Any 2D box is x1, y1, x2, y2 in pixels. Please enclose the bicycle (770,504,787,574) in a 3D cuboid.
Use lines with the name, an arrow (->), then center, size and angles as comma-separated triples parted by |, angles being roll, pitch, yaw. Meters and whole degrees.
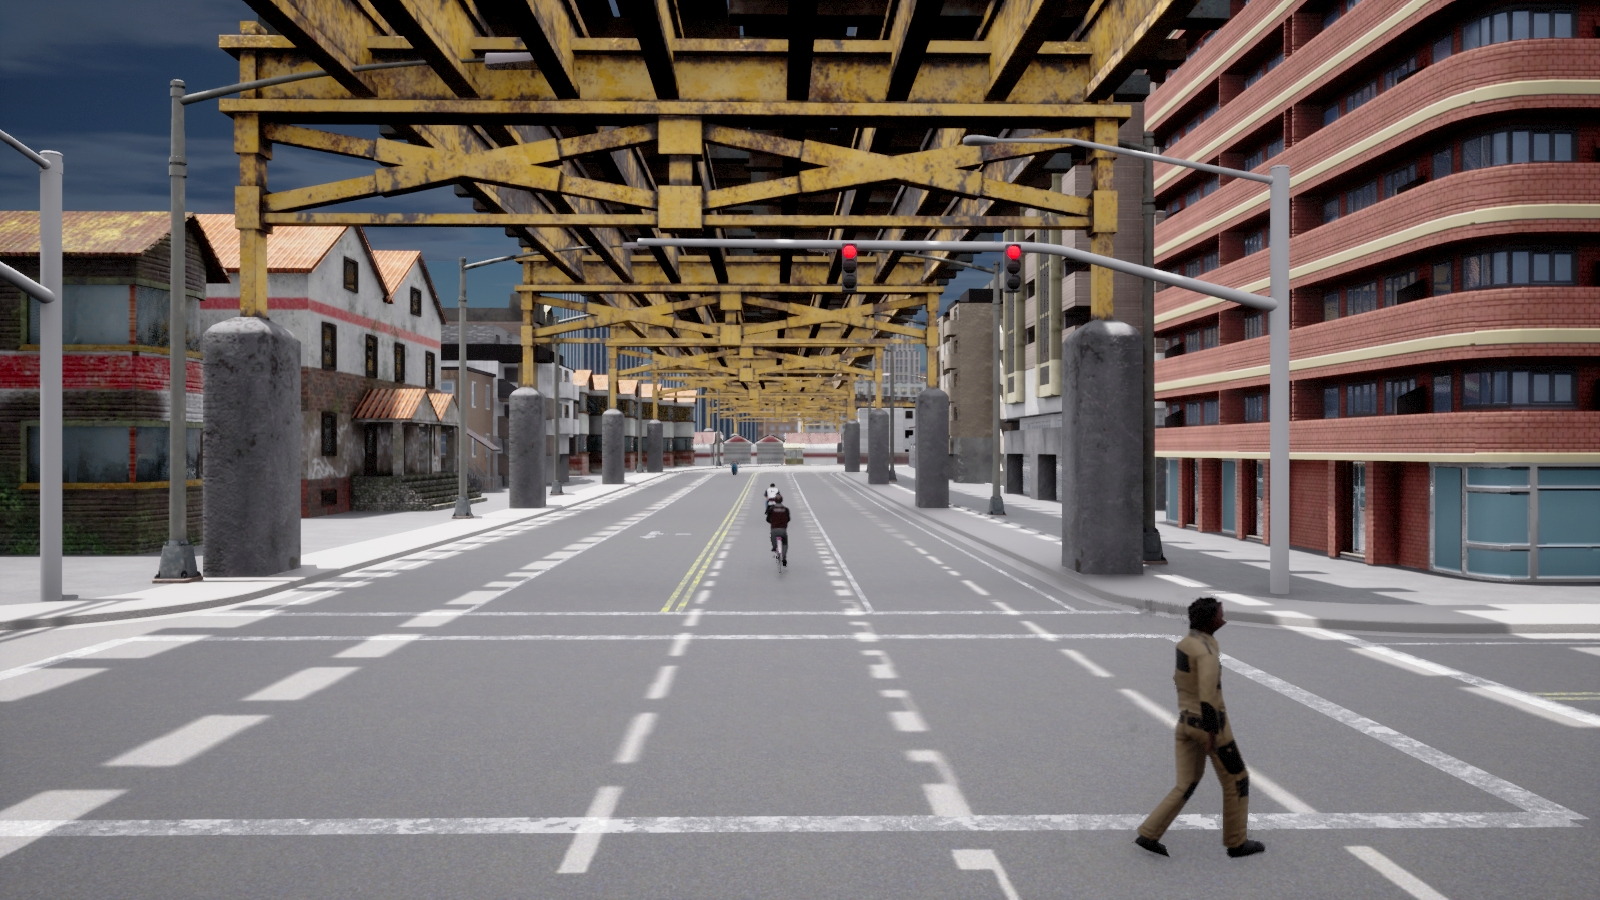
bicycle -> -0.512, 2.048, 26.608 | 0.329, 1.496, 1.835 | 0, 0, -3

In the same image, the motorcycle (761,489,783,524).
motorcycle -> -1.069, 2.167, 43.960 | 0.803, 1.224, 2.033 | 0, 0, -1

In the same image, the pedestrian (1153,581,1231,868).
pedestrian -> 2.673, 1.848, 7.811 | 0.375, 1.860, 0.375 | 0, 0, -7
